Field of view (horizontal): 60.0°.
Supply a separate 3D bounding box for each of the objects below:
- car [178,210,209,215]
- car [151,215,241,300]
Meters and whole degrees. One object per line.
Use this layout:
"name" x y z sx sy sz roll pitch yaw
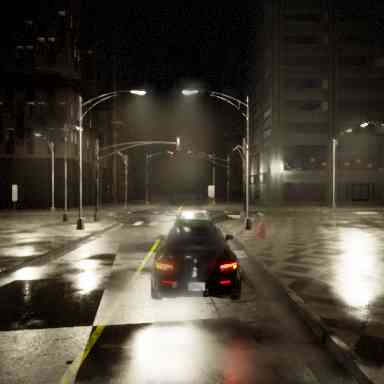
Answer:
"car" 0.071 1.593 17.260 1.895 1.301 4.718 0 0 0
"car" 0.083 1.523 8.236 1.812 1.442 4.674 0 0 0
